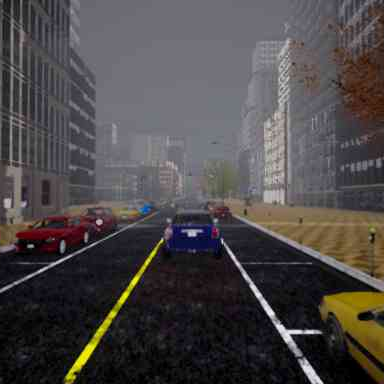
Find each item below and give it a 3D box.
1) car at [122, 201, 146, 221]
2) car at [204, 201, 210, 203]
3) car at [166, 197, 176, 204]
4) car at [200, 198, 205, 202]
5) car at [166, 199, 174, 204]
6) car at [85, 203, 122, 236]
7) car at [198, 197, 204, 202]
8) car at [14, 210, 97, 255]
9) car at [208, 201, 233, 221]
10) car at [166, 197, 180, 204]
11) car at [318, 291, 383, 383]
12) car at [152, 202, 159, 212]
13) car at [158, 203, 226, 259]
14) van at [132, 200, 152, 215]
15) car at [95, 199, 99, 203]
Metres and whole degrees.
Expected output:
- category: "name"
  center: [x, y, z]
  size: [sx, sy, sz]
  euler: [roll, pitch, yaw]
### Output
- category: "car"
  center: [-5.692, 1.832, 30.421]
  size: [1.752, 1.417, 4.829]
  euler: [0, -1, 0]
- category: "car"
  center: [2.688, 1.804, 36.133]
  size: [1.967, 1.590, 4.097]
  euler: [0, -1, 0]
- category: "car"
  center: [-5.702, 2.227, 90.774]
  size: [2.192, 1.841, 5.009]
  euler: [0, -1, 0]
- category: "car"
  center: [2.685, 2.097, 52.748]
  size: [1.947, 1.339, 4.313]
  euler: [0, -1, 0]
- category: "car"
  center: [-5.702, 2.438, 85.221]
  size: [1.802, 1.307, 4.206]
  euler: [0, -1, 0]
- category: "car"
  center: [-5.689, 1.637, 19.514]
  size: [1.967, 1.590, 4.097]
  euler: [0, -1, 0]
- category: "car"
  center: [2.677, 2.440, 90.946]
  size: [1.752, 1.417, 4.829]
  euler: [0, -1, 0]
- category: "car"
  center: [-5.688, 1.686, 13.974]
  size: [1.887, 1.381, 4.507]
  euler: [0, -1, 0]
- category: "car"
  center: [2.689, 1.853, 30.593]
  size: [1.887, 1.381, 4.507]
  euler: [0, -1, 0]
- category: "car"
  center: [-3.031, 2.062, 56.554]
  size: [2.128, 1.511, 4.902]
  euler: [0, -1, 0]
- category: "car"
  center: [2.694, 1.558, 3.067]
  size: [1.752, 1.417, 4.829]
  euler: [0, -1, 0]
- category: "car"
  center: [-5.695, 2.041, 47.207]
  size: [1.947, 1.339, 4.313]
  euler: [0, -1, 0]
- category: "car"
  center: [0.017, 1.487, 13.433]
  size: [2.097, 1.767, 4.553]
  euler: [0, -1, 0]
- category: "van"
  center: [-5.691, 1.705, 36.132]
  size: [1.690, 1.788, 3.998]
  euler: [0, -1, 0]
- category: "car"
  center: [-22.827, 2.083, 74.145]
  size: [4.206, 1.307, 1.802]
  euler: [1, -2, -1]
